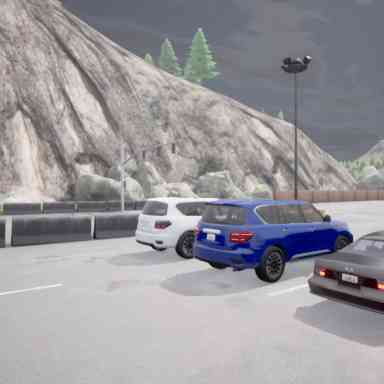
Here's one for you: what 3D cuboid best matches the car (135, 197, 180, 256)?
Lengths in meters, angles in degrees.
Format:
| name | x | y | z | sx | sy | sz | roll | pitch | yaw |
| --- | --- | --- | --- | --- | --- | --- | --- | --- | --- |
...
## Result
| name | x | y | z | sx | sy | sz | roll | pitch | yaw |
| --- | --- | --- | --- | --- | --- | --- | --- | --- | --- |
| car | 0.572 | 1.220 | 12.824 | 5.566 | 2.045 | 2.150 | 0 | 0 | -36 |

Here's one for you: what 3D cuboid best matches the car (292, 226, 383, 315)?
| name | x | y | z | sx | sy | sz | roll | pitch | yaw |
| --- | --- | --- | --- | --- | --- | --- | --- | --- | --- |
| car | 4.783 | 1.546 | 7.236 | 5.357 | 1.411 | 2.033 | 0 | 0 | -36 |

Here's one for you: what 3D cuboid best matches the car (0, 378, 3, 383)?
| name | x | y | z | sx | sy | sz | roll | pitch | yaw |
| --- | --- | --- | --- | --- | --- | --- | --- | --- | --- |
| car | -3.313 | 1.353 | 1.378 | 4.553 | 1.767 | 2.097 | 0 | 0 | -36 |

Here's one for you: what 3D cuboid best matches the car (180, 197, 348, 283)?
| name | x | y | z | sx | sy | sz | roll | pitch | yaw |
| --- | --- | --- | --- | --- | --- | --- | --- | --- | --- |
| car | 2.595 | 1.220 | 9.946 | 5.566 | 2.045 | 2.150 | 0 | 0 | -38 |
